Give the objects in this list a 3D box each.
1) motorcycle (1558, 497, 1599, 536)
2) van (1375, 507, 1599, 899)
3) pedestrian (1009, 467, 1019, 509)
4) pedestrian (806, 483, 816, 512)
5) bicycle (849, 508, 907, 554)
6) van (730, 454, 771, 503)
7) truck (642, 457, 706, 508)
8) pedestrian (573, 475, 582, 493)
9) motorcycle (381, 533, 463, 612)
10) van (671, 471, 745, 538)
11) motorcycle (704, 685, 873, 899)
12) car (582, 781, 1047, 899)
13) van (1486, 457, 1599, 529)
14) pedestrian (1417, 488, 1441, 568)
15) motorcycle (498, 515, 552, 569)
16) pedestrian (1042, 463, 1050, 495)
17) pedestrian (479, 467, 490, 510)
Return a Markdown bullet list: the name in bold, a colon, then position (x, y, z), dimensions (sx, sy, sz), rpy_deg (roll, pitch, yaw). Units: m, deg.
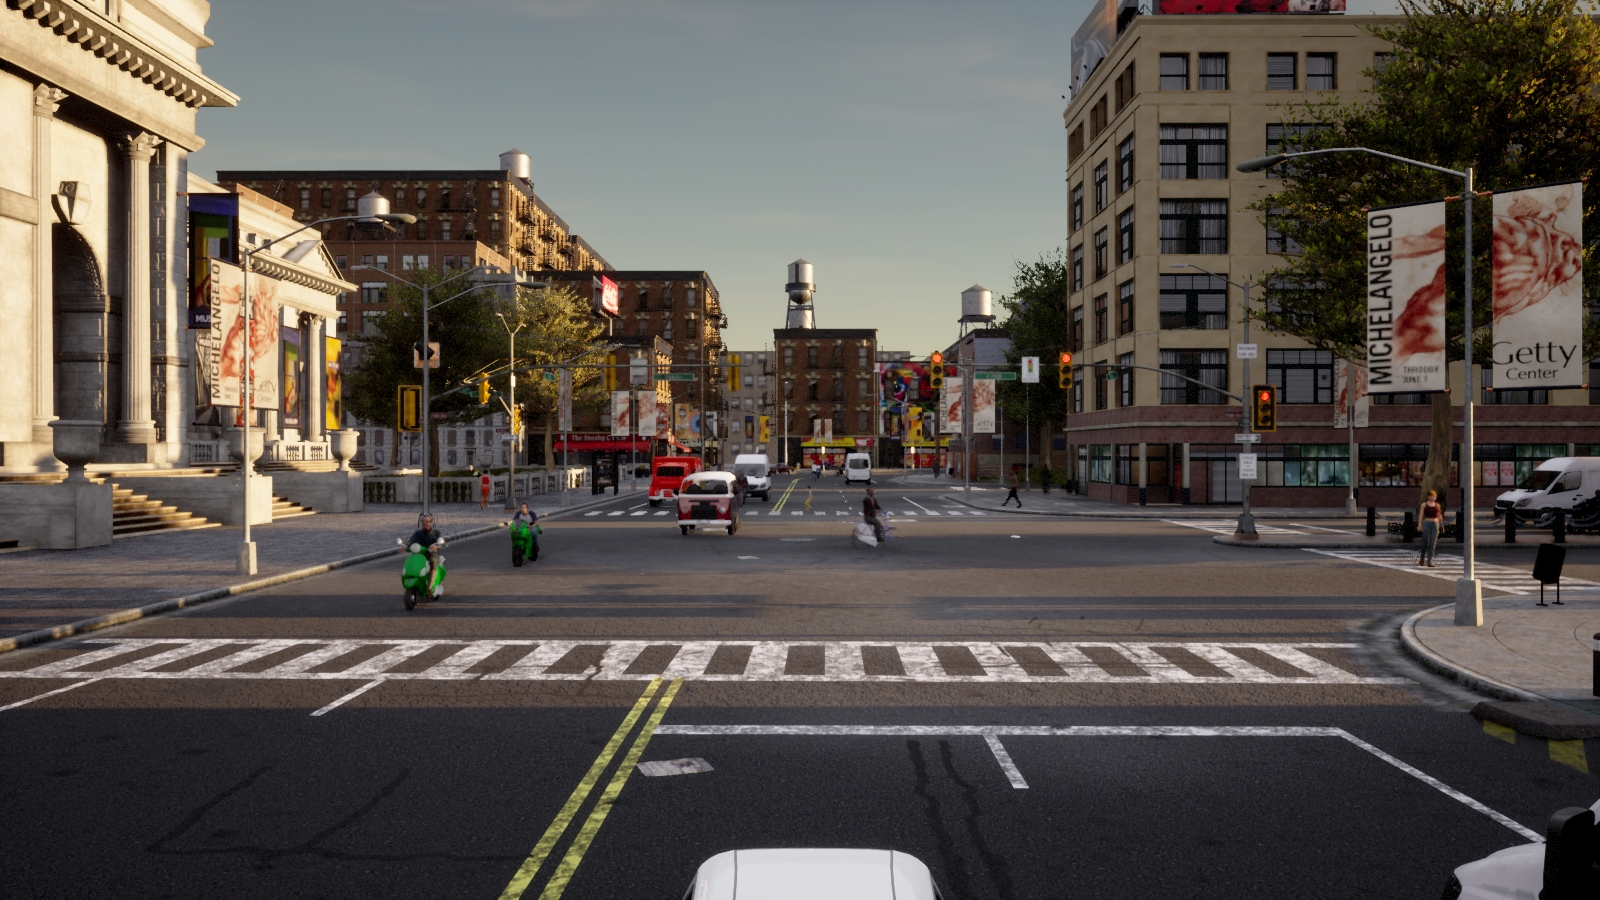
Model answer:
- **motorcycle**: position (26.649, 2.205, 38.041), dimensions (2.209, 1.251, 0.867), rpy_deg (0, 0, 1)
- **van**: position (3.538, 1.534, 2.141), dimensions (1.988, 2.561, 5.915), rpy_deg (0, 0, 1)
- **pedestrian**: position (9.613, 1.697, 51.346), dimensions (0.375, 1.860, 0.375), rpy_deg (0, 0, 4)
- **pedestrian**: position (0.499, 2.128, 51.394), dimensions (0.375, 1.300, 0.375), rpy_deg (0, 0, -8)
- **bicycle**: position (2.132, 2.210, 31.429), dimensions (0.329, 1.171, 1.835), rpy_deg (1, -1, -45)
- **van**: position (-2.699, 1.534, 63.687), dimensions (1.988, 2.561, 5.915), rpy_deg (0, 0, 1)
- **truck**: position (-6.286, 1.572, 57.748), dimensions (2.627, 2.467, 5.204), rpy_deg (0, 0, 1)
- **pedestrian**: position (-13.650, 2.076, 70.045), dimensions (0.500, 1.100, 0.500), rpy_deg (0, 0, -5)
- **motorcycle**: position (-6.780, 2.182, 20.602), dimensions (0.856, 1.236, 1.805), rpy_deg (0, 0, 1)
- **van**: position (-3.038, 1.782, 38.564), dimensions (2.069, 2.038, 4.480), rpy_deg (0, 0, 1)
- **motorcycle**: position (-0.047, 2.182, 6.691), dimensions (0.856, 1.236, 1.805), rpy_deg (0, 0, 1)
- **car**: position (0.047, 2.120, 3.817), dimensions (1.481, 1.376, 2.207), rpy_deg (0, 0, 0)
- **van**: position (28.485, 1.534, 41.518), dimensions (5.915, 2.561, 1.988), rpy_deg (0, 0, 1)
- **pedestrian**: position (14.955, 1.848, 27.163), dimensions (0.375, 1.860, 0.375), rpy_deg (0, 0, 6)
- **motorcycle**: position (-6.657, 2.213, 27.760), dimensions (0.803, 1.145, 2.033), rpy_deg (0, 0, 1)
- **pedestrian**: position (14.375, 1.696, 66.725), dimensions (0.375, 1.860, 0.375), rpy_deg (0, 0, -1)
- **pedestrian**: position (-13.889, 1.697, 50.319), dimensions (0.375, 1.860, 0.375), rpy_deg (0, 0, 0)
